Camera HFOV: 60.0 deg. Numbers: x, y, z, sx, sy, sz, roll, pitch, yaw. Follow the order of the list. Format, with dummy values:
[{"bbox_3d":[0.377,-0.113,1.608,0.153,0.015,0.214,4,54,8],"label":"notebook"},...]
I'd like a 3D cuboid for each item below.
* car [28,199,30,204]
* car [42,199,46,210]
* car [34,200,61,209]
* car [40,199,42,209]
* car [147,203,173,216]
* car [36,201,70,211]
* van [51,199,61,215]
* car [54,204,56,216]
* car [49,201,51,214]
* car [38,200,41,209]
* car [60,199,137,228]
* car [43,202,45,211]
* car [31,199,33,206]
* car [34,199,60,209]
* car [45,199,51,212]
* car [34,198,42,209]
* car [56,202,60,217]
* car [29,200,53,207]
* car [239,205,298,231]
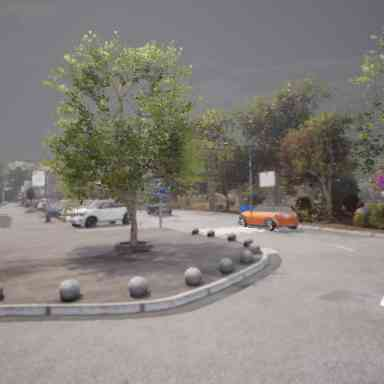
[{"bbox_3d":[-38.151,2.938,84.334,2.231,1.521,4.892,-2,-1,42],"label":"car"},{"bbox_3d":[-18.253,2.103,47.333,2.185,1.767,4.553,-1,0,42],"label":"car"},{"bbox_3d":[-29.639,2.489,68.464,2.185,1.767,4.553,-2,-1,42],"label":"car"},{"bbox_3d":[-19.670,2.148,49.978,2.185,1.767,4.553,-1,0,42],"label":"car"},{"bbox_3d":[-4.074,2.080,40.981,2.128,1.511,4.902,0,-1,-28],"label":"car"},{"bbox_3d":[-25.241,2.459,60.687,1.946,1.575,5.366,-2,-1,42],"label":"car"},{"bbox_3d":[-12.671,1.828,36.638,1.878,1.987,4.442,-1,0,42],"label":"van"},{"bbox_3d":[-11.174,2.049,34.082,2.002,1.452,4.674,-2,-1,42],"label":"car"},{"bbox_3d":[-14.008,2.096,39.373,2.097,1.535,5.008,-1,0,42],"label":"car"},{"bbox_3d":[-21.097,2.350,52.630,2.163,1.488,4.792,-2,-1,42],"label":"car"},{"bbox_3d":[-6.895,1.628,26.130,2.435,2.045,5.566,-1,0,42],"label":"car"},{"bbox_3d":[-16.859,2.224,44.664,2.002,1.452,4.674,-2,-1,42],"label":"car"},{"bbox_3d":[-26.782,2.262,63.221,2.435,2.045,5.566,-2,-1,42],"label":"car"},{"bbox_3d":[-31.057,2.541,71.109,2.185,1.767,4.553,-2,-1,42],"label":"car"},{"bbox_3d":[-15.467,2.015,42.000,2.185,1.767,4.553,-2,-1,42],"label":"car"},{"bbox_3d":[-22.517,2.115,55.278,2.435,2.045,5.566,-2,-1,42],"label":"car"},{"bbox_3d":[-9.618,1.962,31.580,1.946,1.575,5.366,-2,-1,42],"label":"car"},{"bbox_3d":[-39.449,2.988,87.116,1.946,1.575,5.366,-2,-1,42],"label":"car"},{"bbox_3d":[5.189,1.650,23.192,2.097,1.767,4.553,0,-1,-25],"label":"car"}]
